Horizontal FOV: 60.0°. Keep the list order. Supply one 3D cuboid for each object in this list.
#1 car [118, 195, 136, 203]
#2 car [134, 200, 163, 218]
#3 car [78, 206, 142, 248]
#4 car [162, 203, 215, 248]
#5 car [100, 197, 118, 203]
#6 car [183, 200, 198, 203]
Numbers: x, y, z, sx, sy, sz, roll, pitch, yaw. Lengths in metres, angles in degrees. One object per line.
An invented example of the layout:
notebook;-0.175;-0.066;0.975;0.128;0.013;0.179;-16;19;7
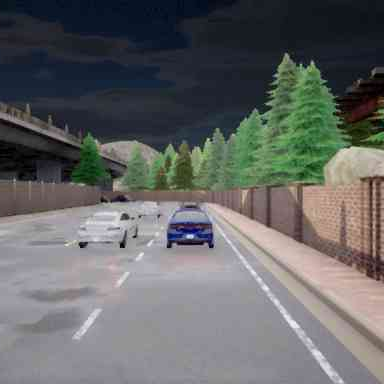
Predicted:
car;-13.412;1.350;67.490;4.553;1.767;2.097;0;0;38
car;-3.659;1.533;29.660;1.812;1.442;4.674;0;0;0
car;-3.576;1.533;14.660;1.812;1.442;4.674;0;0;0
car;-0.076;1.485;14.679;1.882;1.535;5.008;0;0;0
car;-17.408;1.600;65.885;4.181;1.385;1.994;0;0;26
car;-0.159;1.516;29.679;1.837;1.490;4.892;0;0;0
